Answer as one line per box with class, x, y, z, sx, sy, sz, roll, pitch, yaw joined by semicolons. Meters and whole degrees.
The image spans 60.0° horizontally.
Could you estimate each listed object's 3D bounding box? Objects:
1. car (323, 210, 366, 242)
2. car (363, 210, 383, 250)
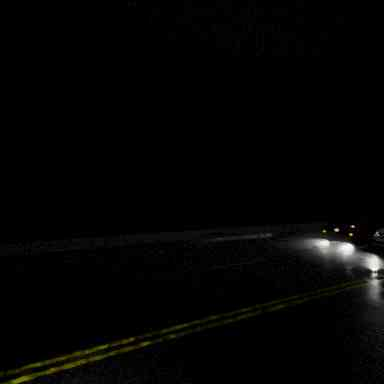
car;8.436;1.572;16.301;4.181;1.385;1.994;0;0;-28
car;9.084;1.530;12.969;4.674;1.442;1.812;0;0;-29
